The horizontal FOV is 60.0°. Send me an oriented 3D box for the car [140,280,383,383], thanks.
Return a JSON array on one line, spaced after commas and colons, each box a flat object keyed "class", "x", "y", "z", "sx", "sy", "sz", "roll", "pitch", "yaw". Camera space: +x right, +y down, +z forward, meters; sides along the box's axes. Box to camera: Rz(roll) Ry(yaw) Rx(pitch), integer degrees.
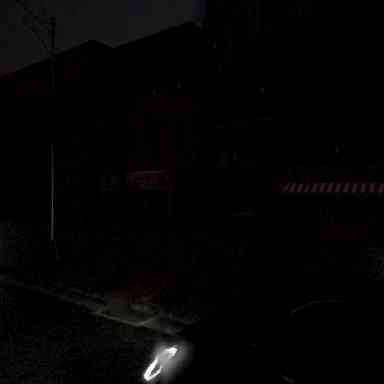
[{"class": "car", "x": 1.733, "y": 1.354, "z": 2.166, "sx": 4.553, "sy": 1.767, "sz": 2.097, "roll": 0, "pitch": 0, "yaw": 36}]
